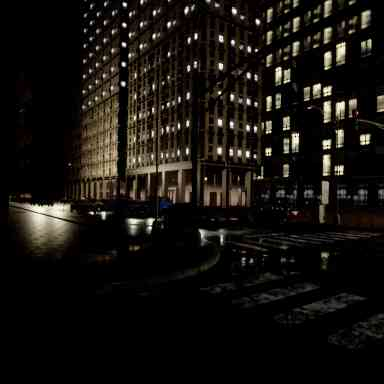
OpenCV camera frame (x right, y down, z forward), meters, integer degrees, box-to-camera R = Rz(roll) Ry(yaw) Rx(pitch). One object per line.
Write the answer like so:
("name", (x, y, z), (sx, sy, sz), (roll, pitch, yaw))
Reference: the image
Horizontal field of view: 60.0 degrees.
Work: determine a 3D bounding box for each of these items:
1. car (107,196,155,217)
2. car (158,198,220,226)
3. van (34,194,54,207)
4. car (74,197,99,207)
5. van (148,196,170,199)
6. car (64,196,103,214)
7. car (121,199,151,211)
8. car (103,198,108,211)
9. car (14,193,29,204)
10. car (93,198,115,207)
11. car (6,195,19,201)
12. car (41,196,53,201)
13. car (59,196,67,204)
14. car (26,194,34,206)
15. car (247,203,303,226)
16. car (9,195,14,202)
("car", (-5.619, 1.412, 30.116), (1.882, 1.535, 5.008), (1, -1, -35))
("car", (-0.170, 1.425, 22.413), (1.882, 1.535, 5.008), (1, -1, -36))
("van", (-20.581, 1.197, 46.781), (1.690, 1.788, 3.998), (1, -1, -35))
("car", (-15.993, 1.517, 50.308), (2.033, 1.411, 5.357), (1, -1, -36))
("van", (-3.952, 1.382, 37.789), (1.690, 1.788, 3.998), (1, -1, -35))
("car", (-10.796, 1.427, 32.947), (2.008, 1.369, 4.403), (1, -1, -35))
("car", (-7.219, 1.584, 42.397), (2.008, 1.369, 4.403), (1, -1, -35))
("car", (-11.765, 1.468, 38.821), (2.033, 1.411, 5.357), (1, -1, -35))
("car", (-30.369, 1.155, 60.614), (2.192, 1.841, 5.009), (1, -1, -35))
("car", (-13.745, 1.587, 51.619), (1.947, 1.339, 4.313), (1, -1, -35))
("car", (-40.161, 1.378, 74.444), (2.008, 1.369, 4.403), (1, -1, -35))
("car", (-36.586, 1.571, 83.894), (1.802, 1.307, 4.206), (1, -1, -35))
("car", (-22.120, 1.464, 58.964), (1.837, 1.490, 4.892), (1, -1, -35))
("car", (-23.848, 1.432, 51.389), (1.802, 1.307, 4.206), (1, -1, -35))
("car", (5.835, 1.505, 23.955), (1.967, 1.590, 4.097), (1, -1, -35))
("car", (-36.899, 1.397, 69.833), (1.947, 1.339, 4.313), (1, -1, -35))
